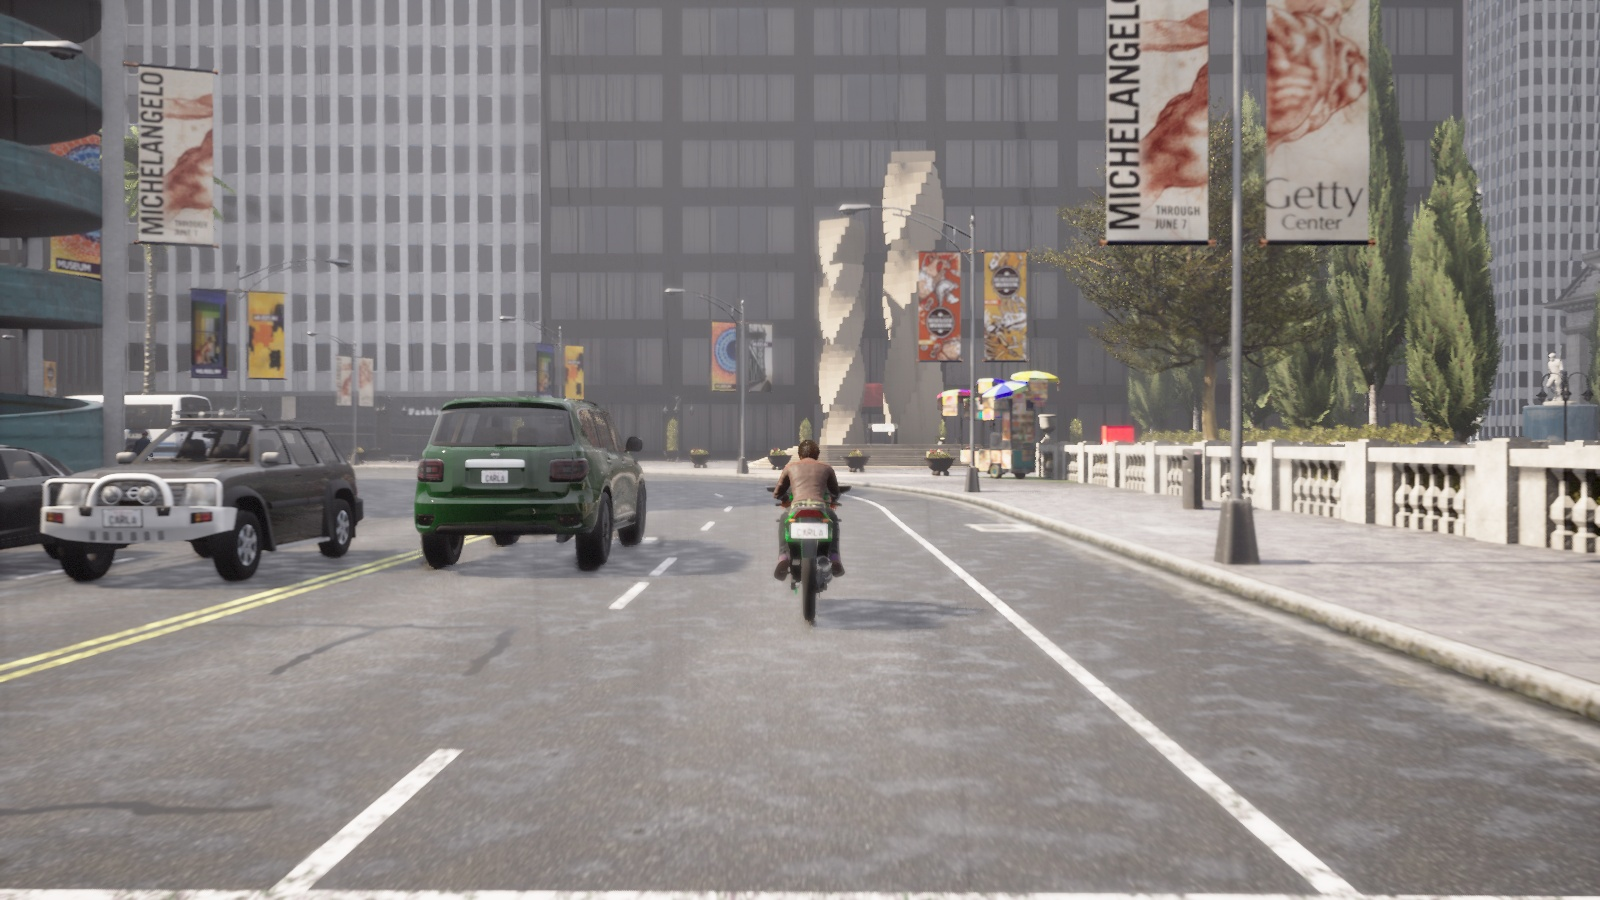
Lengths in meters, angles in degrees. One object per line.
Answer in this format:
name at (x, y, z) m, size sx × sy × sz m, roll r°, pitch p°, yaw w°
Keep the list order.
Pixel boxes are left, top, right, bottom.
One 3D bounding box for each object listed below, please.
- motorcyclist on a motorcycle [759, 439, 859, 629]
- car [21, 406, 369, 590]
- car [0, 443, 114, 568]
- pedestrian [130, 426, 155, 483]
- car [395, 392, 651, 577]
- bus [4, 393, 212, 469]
motorcyclist on a motorcycle at (0.077, 0.666, 11.062) m, size 0.797 × 1.523 × 2.044 m, roll 0°, pitch 0°, yaw 0°
car at (-6.907, 0.473, 14.990) m, size 1.932 × 1.855 × 4.605 m, roll 0°, pitch 0°, yaw 0°
car at (-10.408, 0.659, 14.924) m, size 1.837 × 1.490 × 4.892 m, roll 0°, pitch 0°, yaw 0°
pedestrian at (-21.422, 0.155, 40.933) m, size 0.402 × 1.842 × 0.726 m, roll 0°, pitch 0°, yaw 4°
car at (-3.401, 0.368, 16.696) m, size 2.150 × 2.045 × 5.566 m, roll 0°, pitch 0°, yaw 0°
bus at (-39.772, -1.070, 72.346) m, size 10.273 × 4.253 × 3.944 m, roll 0°, pitch 0°, yaw 9°
